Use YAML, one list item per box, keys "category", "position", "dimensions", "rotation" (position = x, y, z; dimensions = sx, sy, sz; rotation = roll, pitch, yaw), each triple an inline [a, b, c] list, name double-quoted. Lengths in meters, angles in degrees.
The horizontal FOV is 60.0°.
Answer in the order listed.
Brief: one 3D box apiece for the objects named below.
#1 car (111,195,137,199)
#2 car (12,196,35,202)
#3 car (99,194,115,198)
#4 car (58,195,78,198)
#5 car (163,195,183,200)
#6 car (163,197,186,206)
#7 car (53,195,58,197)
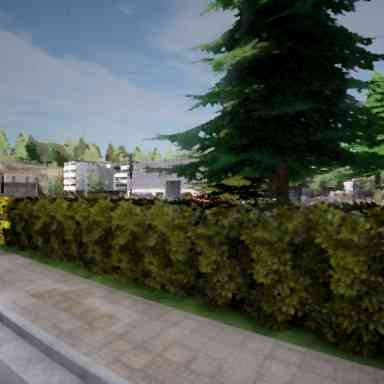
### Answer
- category: "car"
  position: [-10.167, 1.561, 52.085]
  dimensions: [1.970, 1.475, 3.806]
  rotation: [0, 0, 43]
- category: "car"
  position: [-40.548, 1.628, 80.186]
  dimensions: [2.007, 1.523, 4.514]
  rotation: [0, 0, 43]
- category: "car"
  position: [-16.402, 1.337, 68.264]
  dimensions: [1.932, 1.855, 4.605]
  rotation: [0, 0, 43]
- category: "car"
  position: [-28.150, 1.451, 78.686]
  dimensions: [2.152, 1.636, 5.027]
  rotation: [0, 0, 43]
- category: "car"
  position: [-1.999, 1.332, 35.966]
  dimensions: [2.150, 2.045, 5.566]
  rotation: [0, 0, 43]
- category: "car"
  position: [-2.922, 1.544, 55.470]
  dimensions: [1.845, 1.501, 3.633]
  rotation: [0, 0, 43]
- category: "car"
  position: [-33.058, 1.553, 82.833]
  dimensions: [1.970, 1.475, 3.806]
  rotation: [0, 0, 43]
